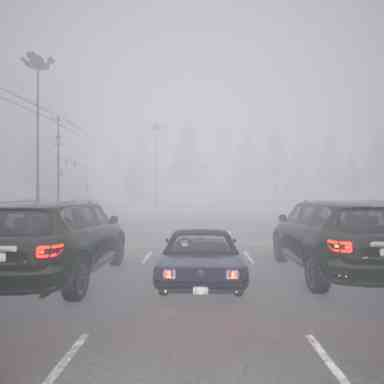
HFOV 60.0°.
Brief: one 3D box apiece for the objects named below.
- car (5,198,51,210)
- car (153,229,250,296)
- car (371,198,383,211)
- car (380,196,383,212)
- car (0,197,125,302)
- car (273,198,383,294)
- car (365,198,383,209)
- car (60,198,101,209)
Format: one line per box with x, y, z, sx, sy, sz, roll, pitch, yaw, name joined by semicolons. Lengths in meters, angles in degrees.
-20.324;1.491;41.340;4.892;1.490;1.837;0;0;4;car
0.227;1.598;8.584;1.895;1.301;4.718;0;0;1;car
24.646;1.512;40.511;4.674;1.442;1.812;0;0;2;car
23.840;1.339;37.032;4.553;1.767;2.097;0;0;2;car
-3.280;1.219;8.427;2.150;2.045;5.566;0;0;1;car
3.733;1.219;8.894;2.150;2.045;5.566;0;0;1;car
25.643;1.511;43.987;4.674;1.442;1.812;0;0;2;car
-14.783;1.490;44.327;4.892;1.490;1.837;0;-1;9;car
